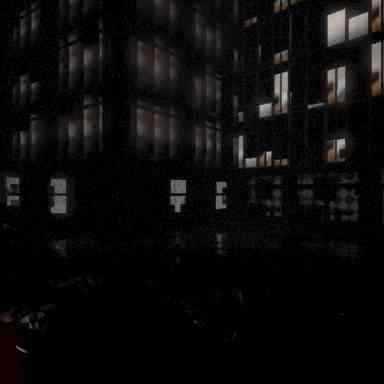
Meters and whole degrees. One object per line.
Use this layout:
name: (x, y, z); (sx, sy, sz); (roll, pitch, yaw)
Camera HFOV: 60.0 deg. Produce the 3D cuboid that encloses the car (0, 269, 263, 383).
car: (-1.290, 1.580, 3.793); (4.206, 1.307, 1.802); (0, 0, 35)
